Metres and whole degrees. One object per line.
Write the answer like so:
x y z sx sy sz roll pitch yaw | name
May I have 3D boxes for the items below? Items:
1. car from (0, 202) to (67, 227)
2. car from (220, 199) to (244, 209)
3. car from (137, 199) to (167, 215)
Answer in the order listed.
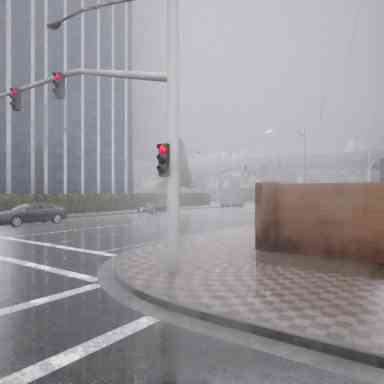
-11.085 1.505 22.986 1.837 1.490 4.892 0 0 35 | car
5.596 1.602 46.306 1.994 1.385 4.181 0 0 35 | car
-3.450 1.490 33.724 2.128 1.511 4.902 0 0 35 | car
